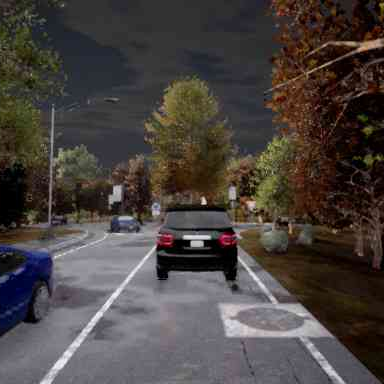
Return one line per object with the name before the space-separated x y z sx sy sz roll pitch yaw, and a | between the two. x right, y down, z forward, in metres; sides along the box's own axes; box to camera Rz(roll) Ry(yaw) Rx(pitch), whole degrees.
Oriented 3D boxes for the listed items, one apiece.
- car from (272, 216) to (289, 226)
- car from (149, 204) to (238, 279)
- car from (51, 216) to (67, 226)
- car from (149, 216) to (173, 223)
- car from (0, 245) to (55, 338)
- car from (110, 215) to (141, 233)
car | 13.763 4.451 51.120 2.033 1.411 5.357 0 -4 -1
car | 0.136 1.403 10.651 2.150 2.045 5.566 0 -1 0
car | -19.032 4.092 47.203 2.128 1.511 4.902 1 -4 -10
car | -6.286 5.523 67.172 4.674 1.442 1.812 1 -5 -7
car | -3.608 1.513 4.480 1.882 1.535 5.008 0 -1 0
car | -5.709 2.669 28.222 1.812 1.442 4.674 3 -5 -24
